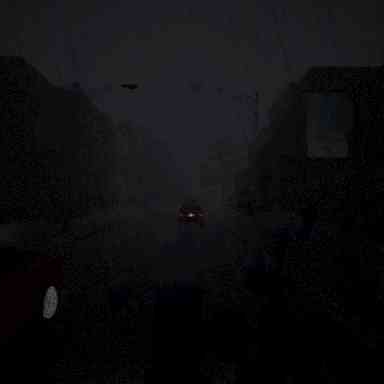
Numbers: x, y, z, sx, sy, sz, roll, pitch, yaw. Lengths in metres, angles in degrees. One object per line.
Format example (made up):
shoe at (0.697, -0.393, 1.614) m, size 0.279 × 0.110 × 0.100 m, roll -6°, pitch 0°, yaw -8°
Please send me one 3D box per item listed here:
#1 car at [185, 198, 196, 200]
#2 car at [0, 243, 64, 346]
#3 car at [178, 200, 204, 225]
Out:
car at (-0.178, 1.395, 40.938) m, size 1.994 × 1.385 × 4.181 m, roll 0°, pitch 2°, yaw 0°
car at (-3.430, 1.483, 4.349) m, size 1.882 × 1.535 × 5.008 m, roll 0°, pitch 0°, yaw 2°
car at (-0.072, 1.564, 24.164) m, size 2.033 × 1.411 × 5.357 m, roll 0°, pitch 0°, yaw 0°
